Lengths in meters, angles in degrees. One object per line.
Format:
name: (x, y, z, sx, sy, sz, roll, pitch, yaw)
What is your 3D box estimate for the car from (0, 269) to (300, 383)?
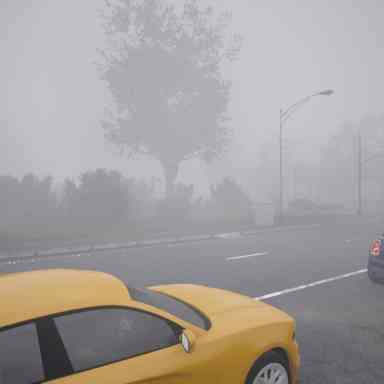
car: (-1.116, 1.478, 2.952, 5.008, 1.535, 1.882, 0, 0, -35)

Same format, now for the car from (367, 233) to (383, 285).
car: (6.406, 1.352, 8.288, 4.553, 1.767, 2.097, 0, 0, -35)

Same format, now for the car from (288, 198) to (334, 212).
car: (13.685, 1.477, 39.242, 1.882, 1.535, 5.008, 0, 0, -32)

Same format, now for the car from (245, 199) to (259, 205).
car: (8.745, 1.468, 53.566, 2.128, 1.511, 4.902, 0, 0, -33)

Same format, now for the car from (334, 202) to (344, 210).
car: (16.420, 1.477, 41.466, 1.882, 1.535, 5.008, 0, 0, -31)
